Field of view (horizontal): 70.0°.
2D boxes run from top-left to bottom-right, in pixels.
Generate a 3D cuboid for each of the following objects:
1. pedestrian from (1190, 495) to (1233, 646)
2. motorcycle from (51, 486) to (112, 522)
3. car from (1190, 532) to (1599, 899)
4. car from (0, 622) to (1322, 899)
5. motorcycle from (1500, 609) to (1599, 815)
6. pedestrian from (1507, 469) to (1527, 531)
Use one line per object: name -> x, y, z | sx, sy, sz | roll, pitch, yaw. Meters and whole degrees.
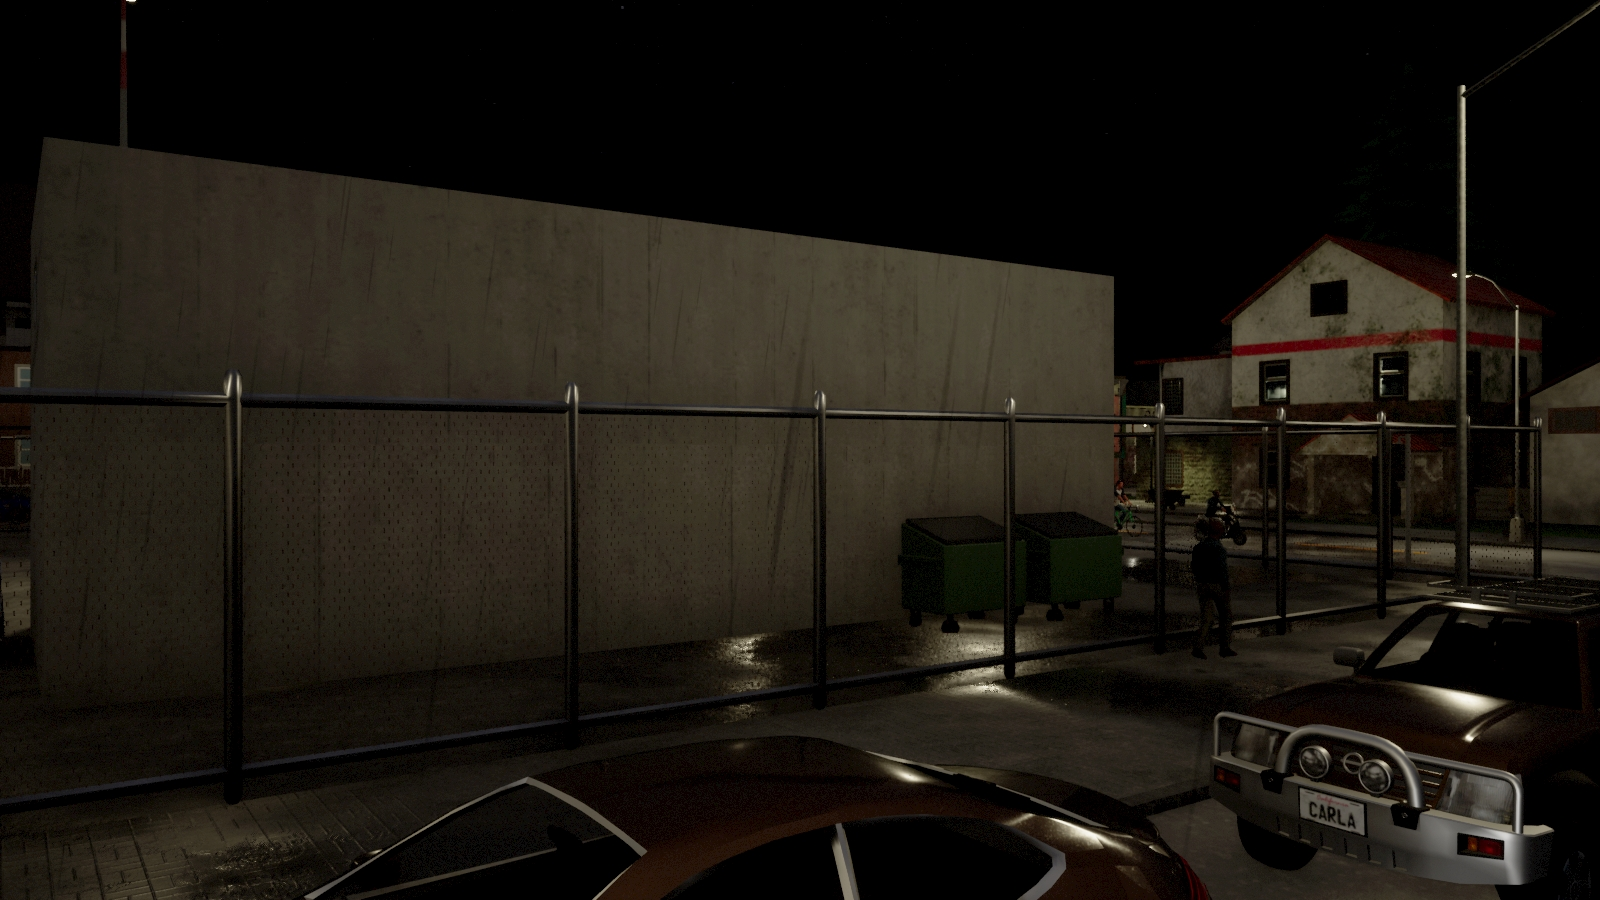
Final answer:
pedestrian -> 5.224, 1.513, 14.505 | 0.375, 1.860, 0.375 | 0, 0, -34
motorcycle -> -26.084, 1.961, 41.484 | 1.805, 1.236, 0.856 | 0, 0, -35
car -> 4.948, 1.640, 7.839 | 4.605, 1.855, 1.932 | 0, 0, -35
car -> -0.619, 1.771, 3.955 | 5.027, 1.651, 2.152 | 0, 0, -35
motorcycle -> 6.256, 1.958, 8.768 | 1.805, 1.236, 0.856 | 0, 0, -35
pedestrian -> 21.741, 1.510, 34.656 | 0.375, 1.860, 0.375 | 0, 0, -31
